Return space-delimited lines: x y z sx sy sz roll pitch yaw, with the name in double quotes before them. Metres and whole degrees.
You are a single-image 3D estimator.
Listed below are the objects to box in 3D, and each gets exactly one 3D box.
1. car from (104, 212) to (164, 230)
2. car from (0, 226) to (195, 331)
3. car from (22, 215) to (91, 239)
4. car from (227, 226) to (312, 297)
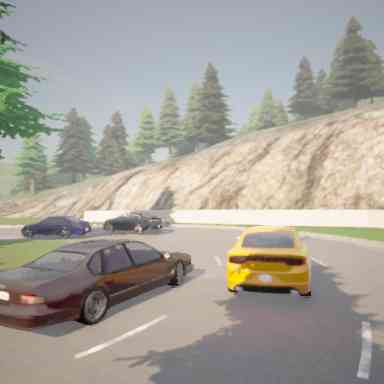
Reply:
"car" -4.291 2.215 24.061 4.902 1.511 2.128 -2 -2 34
"car" -1.918 1.798 7.729 2.033 1.411 5.357 -2 -2 29
"car" -8.973 2.289 22.067 4.674 1.442 1.812 -2 -2 17
"car" 2.252 1.686 9.291 1.882 1.535 5.008 -2 -2 17
